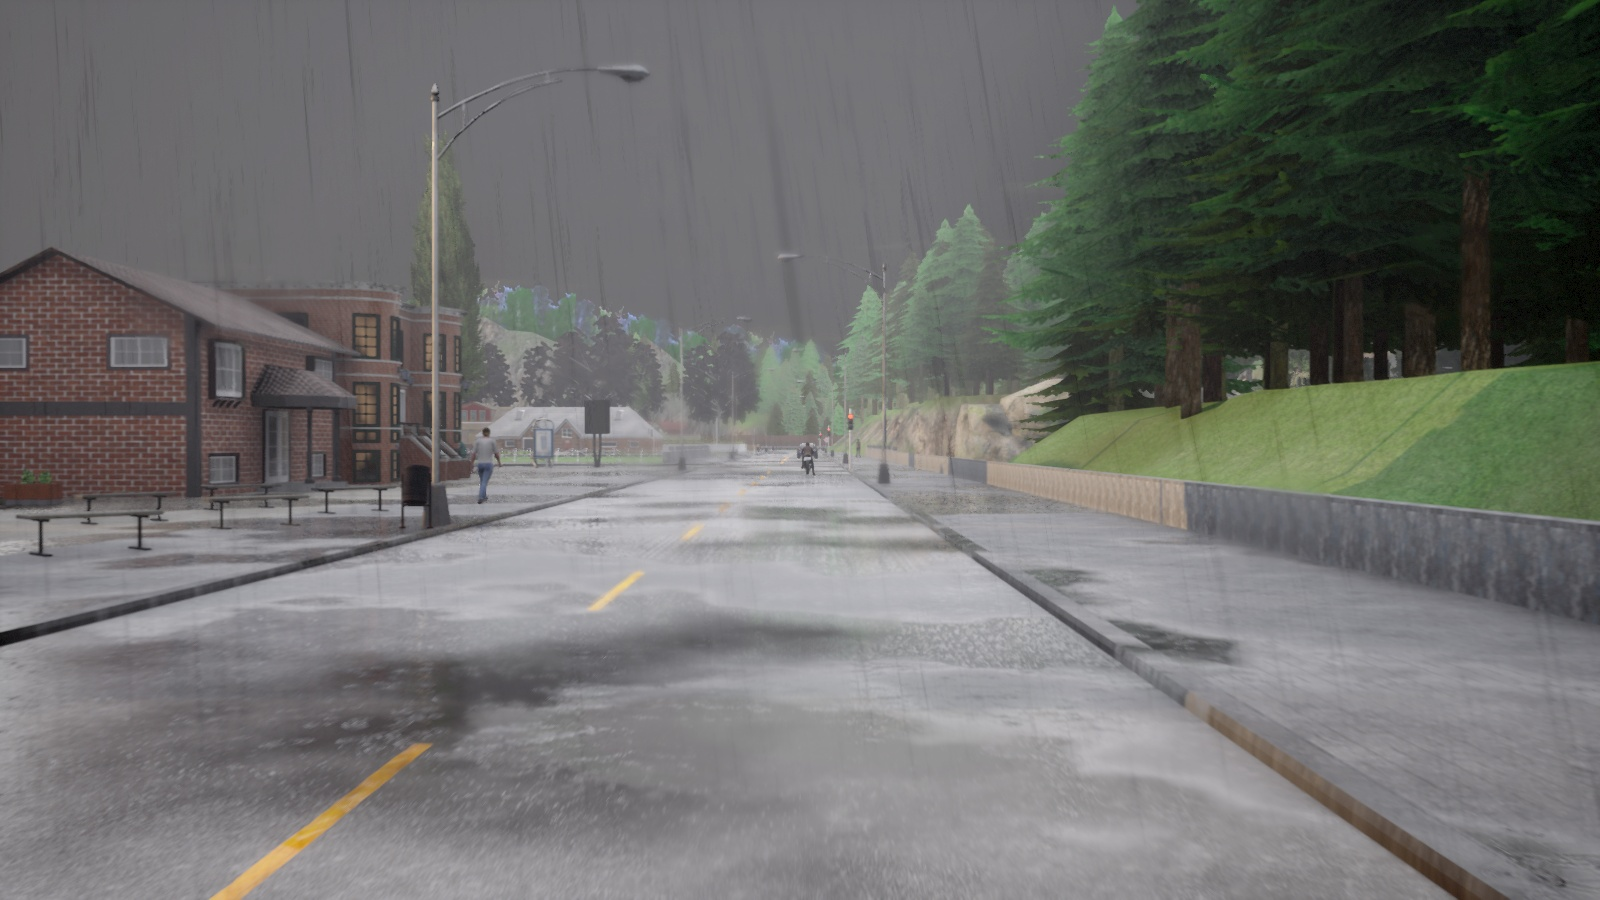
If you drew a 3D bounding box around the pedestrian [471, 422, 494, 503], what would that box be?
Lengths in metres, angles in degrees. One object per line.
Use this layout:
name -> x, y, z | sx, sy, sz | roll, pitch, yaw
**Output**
pedestrian -> -7.293, 0.288, 28.865 | 0.354, 1.836, 0.706 | 0, 0, 1
